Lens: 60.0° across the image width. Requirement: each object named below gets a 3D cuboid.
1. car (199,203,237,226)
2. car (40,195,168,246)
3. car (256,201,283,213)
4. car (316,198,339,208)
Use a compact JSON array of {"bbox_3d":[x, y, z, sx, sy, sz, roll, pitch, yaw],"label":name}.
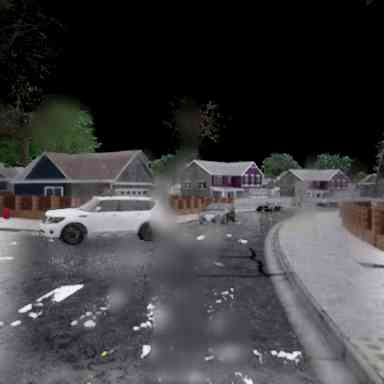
[{"bbox_3d":[1.984,1.543,24.218,2.128,1.511,4.902,0,0,21],"label":"car"},{"bbox_3d":[-3.763,1.181,15.062,5.566,2.045,2.150,2,0,-33],"label":"car"},{"bbox_3d":[8.996,1.750,38.475,1.895,1.301,4.718,0,0,32],"label":"car"},{"bbox_3d":[21.897,1.793,53.802,5.008,1.535,1.882,1,0,-43],"label":"car"}]
